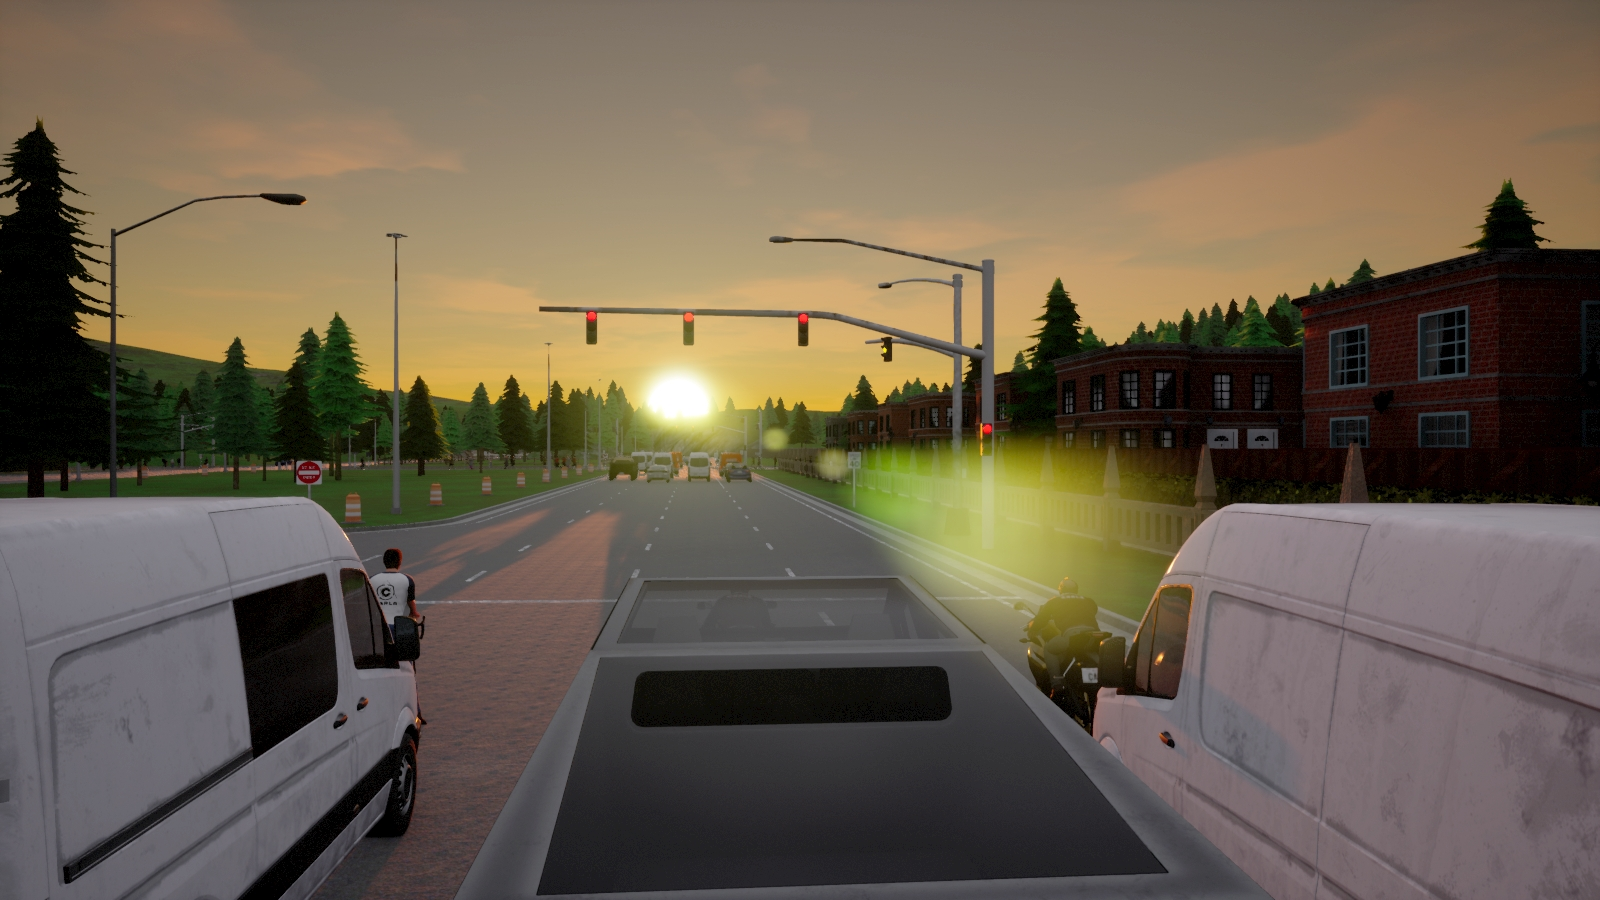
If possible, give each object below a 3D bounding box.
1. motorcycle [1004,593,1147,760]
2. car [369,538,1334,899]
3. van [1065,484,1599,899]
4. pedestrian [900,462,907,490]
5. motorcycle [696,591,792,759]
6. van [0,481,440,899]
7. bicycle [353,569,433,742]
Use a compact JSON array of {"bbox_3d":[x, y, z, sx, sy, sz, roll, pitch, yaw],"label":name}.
[{"bbox_3d":[2.714,2.205,11.543,0.867,1.251,2.209,0,0,-2],"label":"motorcycle"},{"bbox_3d":[-0.117,1.754,5.929,2.390,2.098,6.274,0,0,-5],"label":"car"},{"bbox_3d":[3.020,1.534,5.590,1.988,2.561,5.915,0,0,-1],"label":"van"},{"bbox_3d":[6.792,1.698,75.082,0.375,1.860,0.375,0,0,-5],"label":"pedestrian"},{"bbox_3d":[-0.613,2.205,11.622,0.867,1.251,2.209,0,0,-6],"label":"motorcycle"},{"bbox_3d":[-3.677,1.534,6.378,1.988,2.561,5.915,0,0,-5],"label":"van"},{"bbox_3d":[-4.173,2.056,11.794,0.373,1.496,1.643,0,0,-5],"label":"bicycle"}]
